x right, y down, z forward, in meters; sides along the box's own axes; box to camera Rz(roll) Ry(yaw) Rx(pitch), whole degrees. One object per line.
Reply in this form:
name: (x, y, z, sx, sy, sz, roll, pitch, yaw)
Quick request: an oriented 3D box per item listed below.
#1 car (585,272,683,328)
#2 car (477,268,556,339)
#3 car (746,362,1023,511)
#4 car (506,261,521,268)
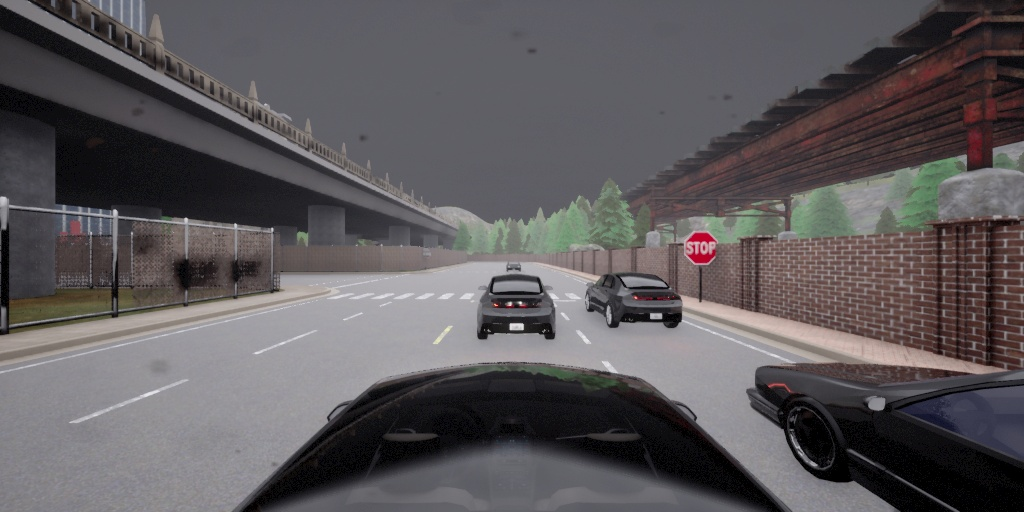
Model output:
car: (3.604, 1.255, 11.366, 1.837, 1.490, 4.892, 0, 0, 0)
car: (0.102, 1.255, 10.009, 1.837, 1.490, 4.892, 0, 0, 0)
car: (3.600, 1.297, 1.620, 2.033, 1.411, 5.357, 0, 0, 0)
car: (0.203, 1.351, 46.293, 1.895, 1.301, 4.718, 0, 0, -1)
